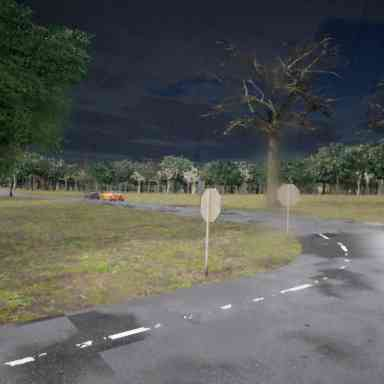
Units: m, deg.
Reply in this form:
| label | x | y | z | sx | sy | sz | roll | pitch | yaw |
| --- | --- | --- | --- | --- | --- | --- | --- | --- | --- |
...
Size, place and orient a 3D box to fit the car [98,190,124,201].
| label | x | y | z | sx | sy | sz | roll | pitch | yaw |
| --- | --- | --- | --- | --- | --- | --- | --- | --- | --- |
| car | -12.415 | 0.531 | 52.080 | 2.097 | 1.767 | 4.553 | 2 | -1 | -35 |

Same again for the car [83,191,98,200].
| label | x | y | z | sx | sy | sz | roll | pitch | yaw |
| --- | --- | --- | --- | --- | --- | --- | --- | --- | --- |
| car | -18.181 | 0.637 | 60.071 | 1.837 | 1.490 | 4.892 | 2 | -1 | -36 |
